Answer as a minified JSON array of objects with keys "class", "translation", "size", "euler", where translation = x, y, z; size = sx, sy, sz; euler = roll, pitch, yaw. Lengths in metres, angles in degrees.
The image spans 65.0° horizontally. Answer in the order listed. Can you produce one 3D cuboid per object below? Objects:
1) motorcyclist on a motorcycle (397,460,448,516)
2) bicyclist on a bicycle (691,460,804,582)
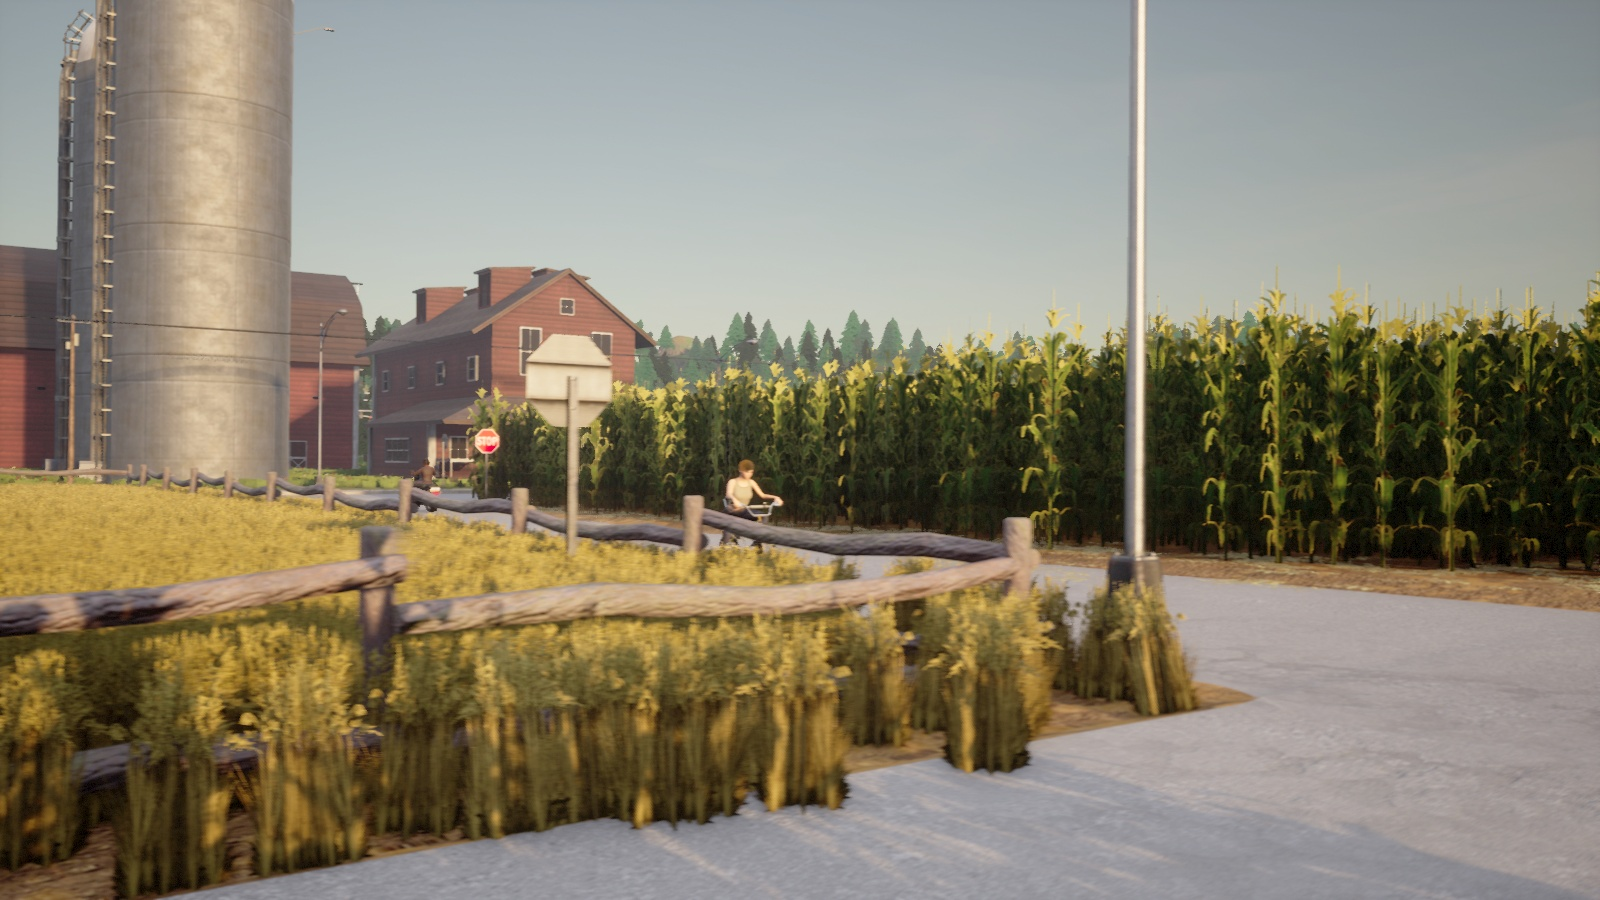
[{"class":"motorcyclist on a motorcycle","translation":[-11.457,1.125,38.059],"size":[0.766,1.649,2.350],"euler":[1,-1,-35]},{"class":"bicyclist on a bicycle","translation":[-0.744,0.944,17.400],"size":[0.866,1.612,1.509],"euler":[1,-1,-35]}]
